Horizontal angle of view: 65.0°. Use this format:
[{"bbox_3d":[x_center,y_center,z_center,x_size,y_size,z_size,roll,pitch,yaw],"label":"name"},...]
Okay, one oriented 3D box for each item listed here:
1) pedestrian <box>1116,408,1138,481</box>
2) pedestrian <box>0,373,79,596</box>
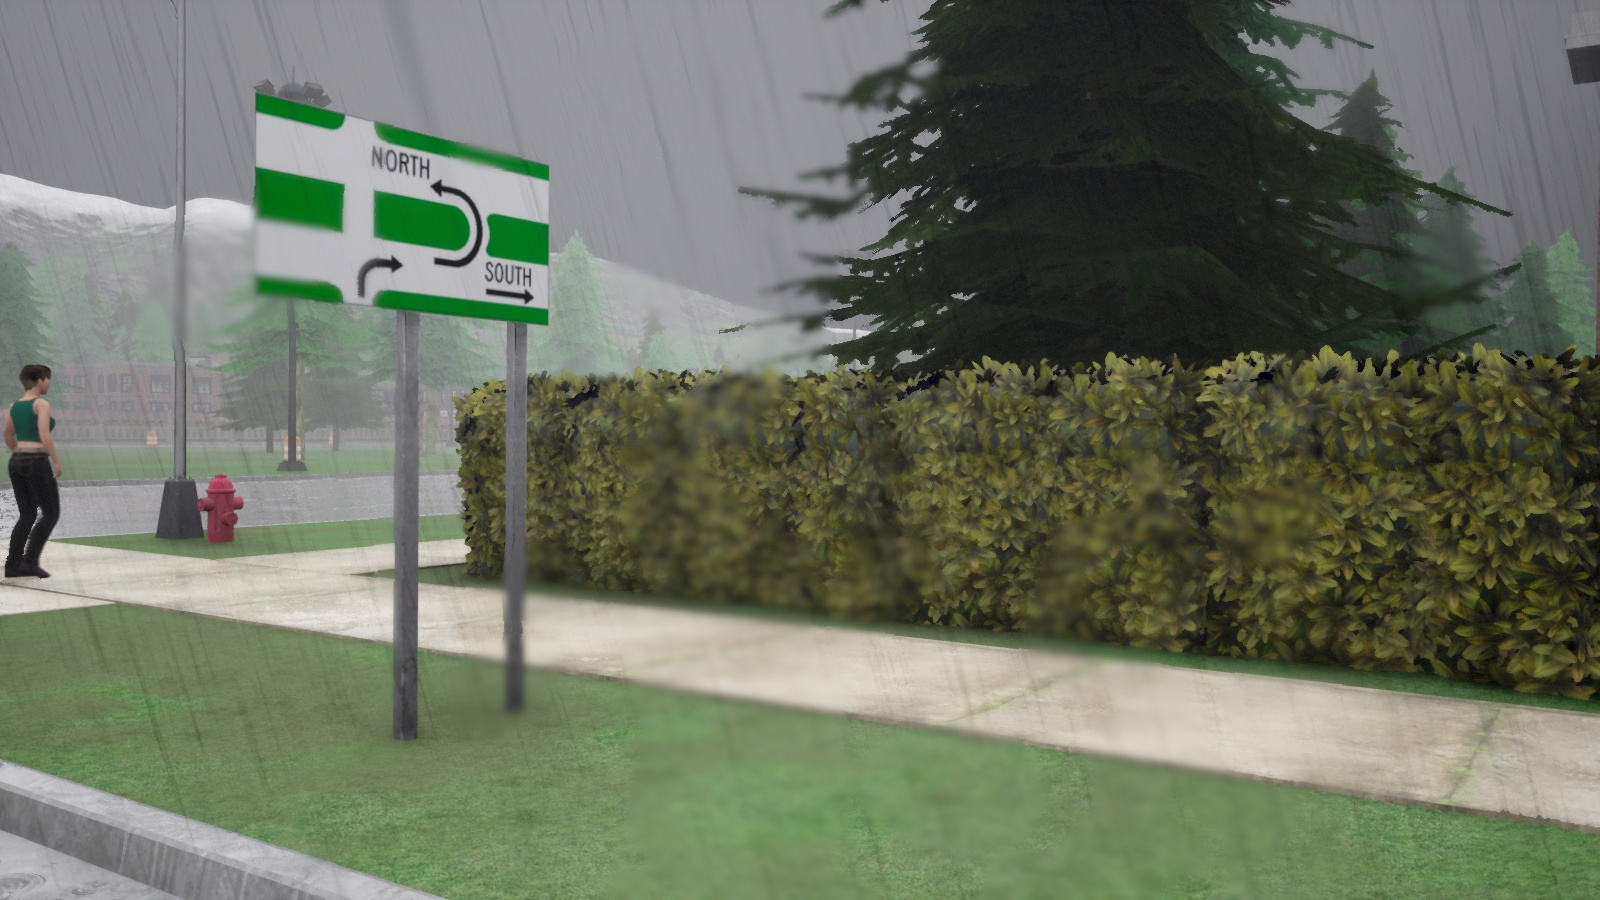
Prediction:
[{"bbox_3d":[8.257,-0.147,31.709,0.345,1.836,0.594,0,1,34],"label":"pedestrian"},{"bbox_3d":[-6.545,0.284,10.690,0.345,1.836,0.594,0,1,23],"label":"pedestrian"}]
